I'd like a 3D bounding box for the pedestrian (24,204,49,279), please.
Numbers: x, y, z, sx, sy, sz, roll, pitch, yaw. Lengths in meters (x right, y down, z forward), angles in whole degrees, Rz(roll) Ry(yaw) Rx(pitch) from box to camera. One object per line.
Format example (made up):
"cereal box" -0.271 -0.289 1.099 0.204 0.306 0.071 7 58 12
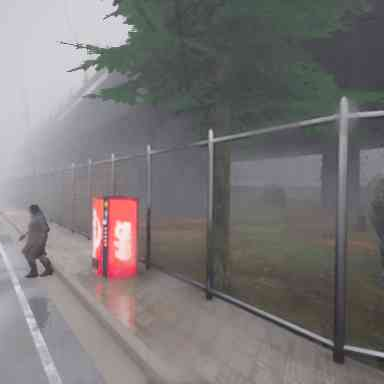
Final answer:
"pedestrian" -3.842 1.168 8.210 0.375 1.860 0.375 1 1 -33

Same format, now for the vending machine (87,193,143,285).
"vending machine" -1.925 1.098 8.326 1.100 2.100 0.880 1 1 -33
